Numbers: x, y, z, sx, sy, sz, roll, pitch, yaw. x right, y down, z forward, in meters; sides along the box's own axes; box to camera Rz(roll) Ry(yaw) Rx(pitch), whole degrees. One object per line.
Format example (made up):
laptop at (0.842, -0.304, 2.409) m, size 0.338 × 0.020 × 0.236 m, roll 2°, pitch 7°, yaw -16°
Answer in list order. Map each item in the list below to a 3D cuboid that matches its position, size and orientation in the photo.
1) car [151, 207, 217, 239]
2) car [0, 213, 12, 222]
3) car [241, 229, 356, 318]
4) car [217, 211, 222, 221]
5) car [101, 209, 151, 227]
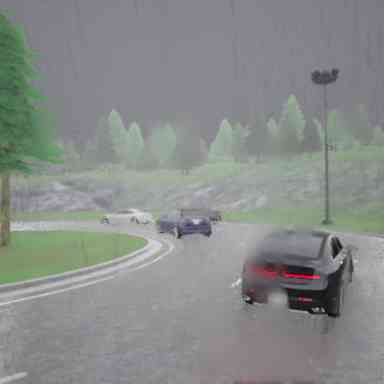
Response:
car at (-0.645, 1.777, 20.426) m, size 2.097 × 1.767 × 4.553 m, roll 0°, pitch -1°, yaw -24°
car at (-19.793, 2.390, 30.972) m, size 5.357 × 1.411 × 2.033 m, roll 0°, pitch -1°, yaw -26°
car at (2.674, 1.642, 7.891) m, size 1.837 × 1.490 × 4.892 m, roll 1°, pitch 0°, yaw 29°
car at (0.316, 2.086, 29.340) m, size 4.902 × 1.511 × 2.128 m, roll -1°, pitch -2°, yaw 39°
car at (-5.622, 2.169, 28.663) m, size 4.674 × 1.442 × 1.812 m, roll -1°, pitch -2°, yaw 20°
